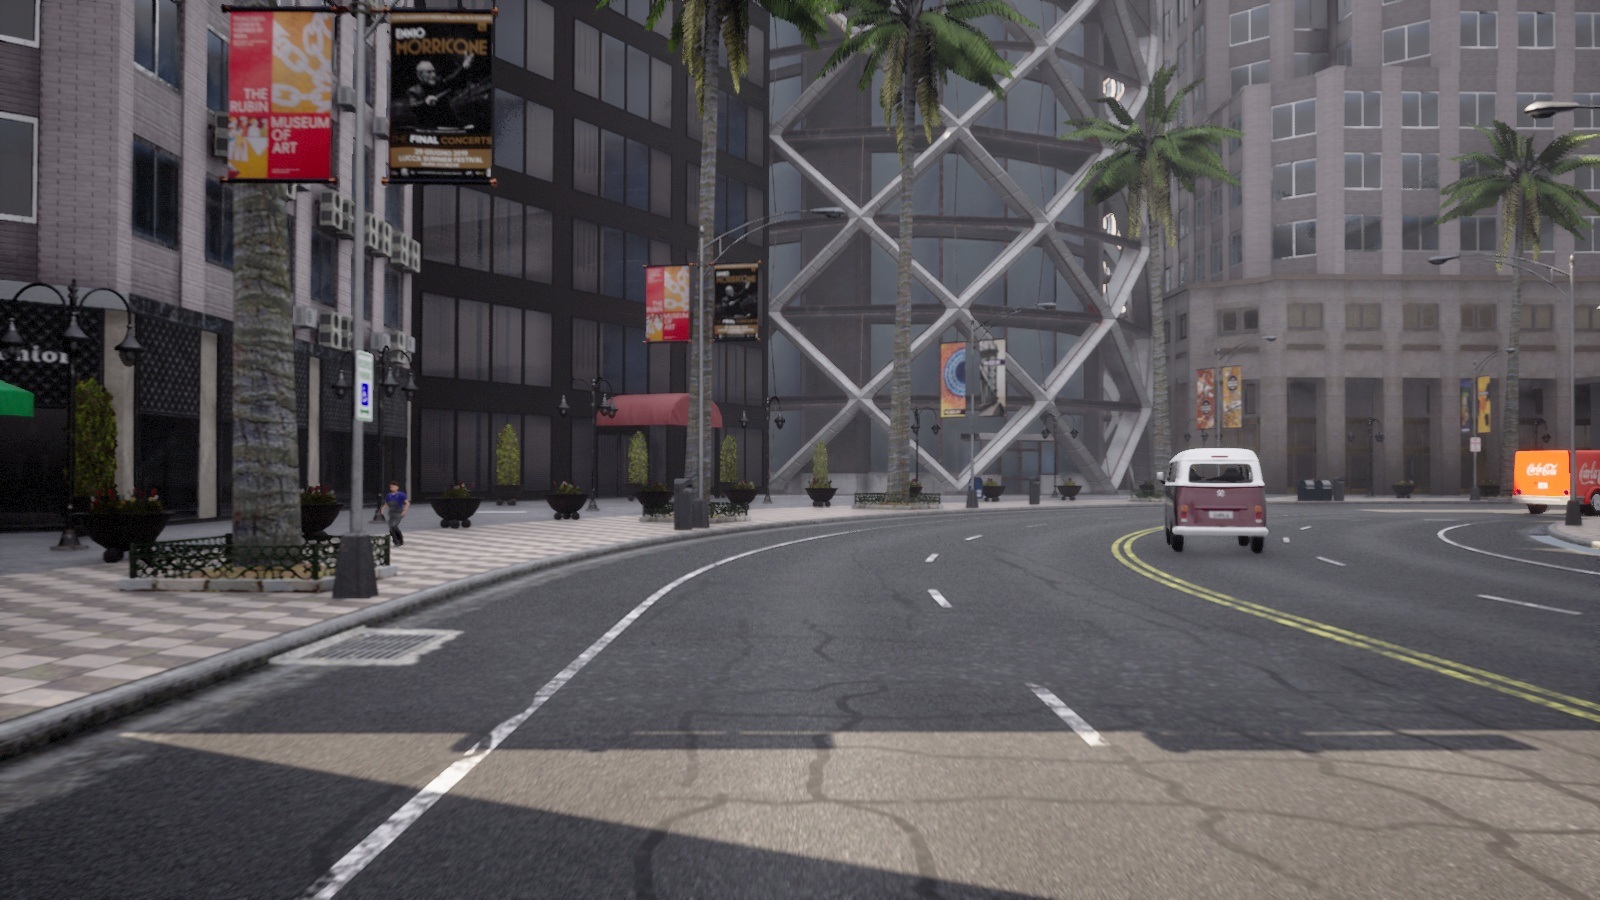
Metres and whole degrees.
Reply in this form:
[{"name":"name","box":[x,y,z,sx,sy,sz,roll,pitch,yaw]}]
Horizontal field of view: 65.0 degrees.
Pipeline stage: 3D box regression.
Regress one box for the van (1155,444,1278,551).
[{"name":"van","box":[8.565,0.942,26.184,2.069,2.038,4.480,-1,-1,14]}]

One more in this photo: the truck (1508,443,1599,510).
[{"name":"truck","box":[30.307,1.019,48.532,5.204,2.467,2.627,0,-1,-26]}]

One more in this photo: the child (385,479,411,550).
[{"name":"child","box":[-7.294,1.162,22.787,0.270,1.263,0.437,0,-1,9]}]
